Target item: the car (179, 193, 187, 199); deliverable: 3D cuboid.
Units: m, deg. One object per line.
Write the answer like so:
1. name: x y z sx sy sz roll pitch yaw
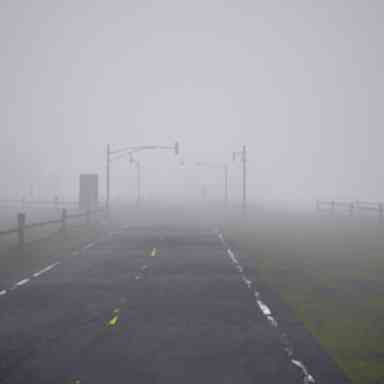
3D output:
1. car: -2.488 0.960 91.216 1.882 1.535 5.008 0 0 0

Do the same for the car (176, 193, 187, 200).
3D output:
1. car: -2.564 1.129 75.613 1.994 1.385 4.181 0 0 0

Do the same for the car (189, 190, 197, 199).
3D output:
1. car: 0.245 0.986 87.606 1.882 1.535 5.008 0 0 0
